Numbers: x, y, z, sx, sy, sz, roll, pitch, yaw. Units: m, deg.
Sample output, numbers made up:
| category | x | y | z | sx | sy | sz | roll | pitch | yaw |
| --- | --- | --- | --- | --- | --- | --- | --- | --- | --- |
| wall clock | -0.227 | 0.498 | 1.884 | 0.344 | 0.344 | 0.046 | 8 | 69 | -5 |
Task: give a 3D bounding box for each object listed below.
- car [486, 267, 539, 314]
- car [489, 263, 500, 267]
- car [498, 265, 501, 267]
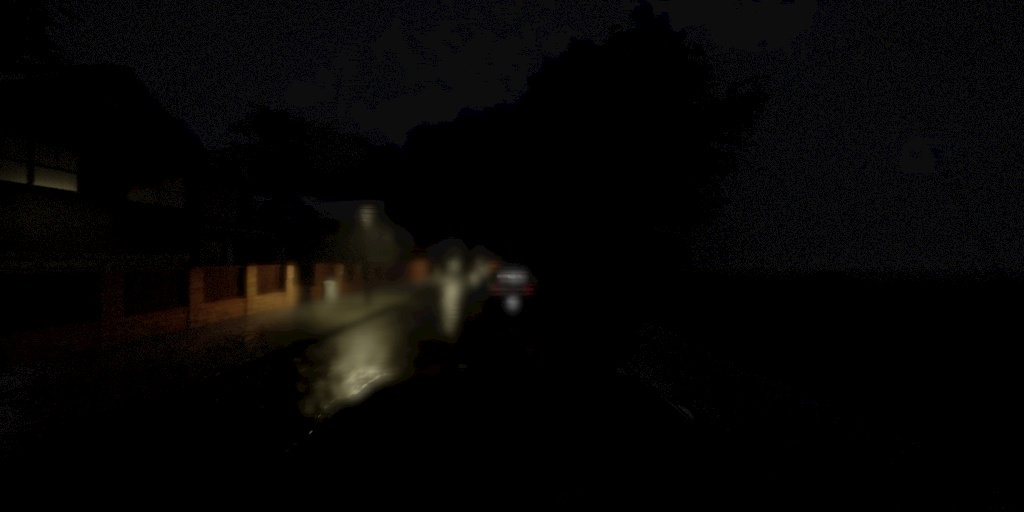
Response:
| category | x | y | z | sx | sy | sz | roll | pitch | yaw |
| --- | --- | --- | --- | --- | --- | --- | --- | --- | --- |
| car | 0.042 | 1.361 | 14.308 | 2.128 | 1.511 | 4.902 | 0 | 0 | 1 |
| car | -2.827 | 1.805 | 58.680 | 1.882 | 1.535 | 5.008 | 0 | -1 | 0 |
| car | 0.032 | 1.611 | 28.685 | 1.895 | 1.301 | 4.718 | 0 | -1 | 1 |
